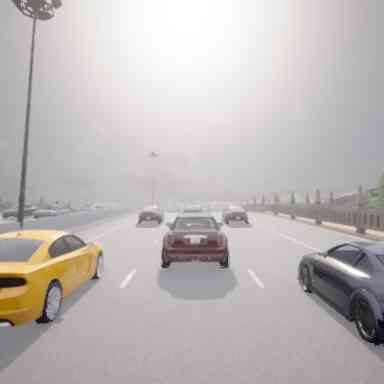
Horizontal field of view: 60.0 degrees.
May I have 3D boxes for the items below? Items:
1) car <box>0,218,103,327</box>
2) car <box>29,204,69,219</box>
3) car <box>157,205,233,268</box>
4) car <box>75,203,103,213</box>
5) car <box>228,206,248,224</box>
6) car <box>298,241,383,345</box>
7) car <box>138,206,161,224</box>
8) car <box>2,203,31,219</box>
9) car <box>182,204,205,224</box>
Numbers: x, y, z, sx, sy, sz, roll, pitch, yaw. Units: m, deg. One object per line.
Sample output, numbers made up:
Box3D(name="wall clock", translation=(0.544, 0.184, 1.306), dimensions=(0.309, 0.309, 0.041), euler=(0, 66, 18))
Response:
Box3D(name="car", translation=(-3.400, 1.578, 7.373), dimensions=(1.882, 1.535, 5.008), euler=(0, -1, 0))
Box3D(name="car", translation=(-14.092, 2.051, 33.462), dimensions=(1.895, 1.301, 4.718), euler=(0, -1, 0))
Box3D(name="car", translation=(0.102, 1.516, 12.116), dimensions=(2.097, 1.767, 4.553), euler=(0, -1, 0))
Box3D(name="car", translation=(-10.590, 1.957, 34.619), dimensions=(2.128, 1.511, 4.902), euler=(0, -1, 0))
Box3D(name="car", translation=(3.604, 1.905, 28.237), dimensions=(1.812, 1.442, 4.674), euler=(0, -1, 0))
Box3D(name="car", translation=(3.600, 1.653, 6.541), dimensions=(1.994, 1.385, 4.181), euler=(0, -1, 0))
Box3D(name="car", translation=(-3.397, 1.906, 28.249), dimensions=(1.812, 1.442, 4.674), euler=(0, -1, 0))
Box3D(name="car", translation=(-17.589, 1.967, 34.432), dimensions=(1.837, 1.490, 4.892), euler=(0, -1, 0))
Box3D(name="car", translation=(0.103, 1.871, 29.234), dimensions=(1.882, 1.535, 5.008), euler=(0, -1, 0))
